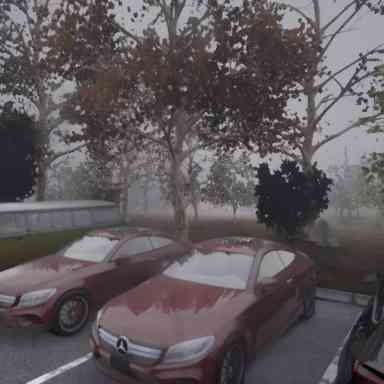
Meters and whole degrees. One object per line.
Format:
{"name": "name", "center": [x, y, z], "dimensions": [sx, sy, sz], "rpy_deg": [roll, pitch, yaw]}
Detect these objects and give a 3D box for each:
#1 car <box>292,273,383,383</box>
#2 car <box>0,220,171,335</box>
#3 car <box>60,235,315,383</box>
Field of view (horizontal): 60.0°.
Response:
{"name": "car", "center": [2.993, 1.510, 3.659], "dimensions": [2.163, 1.488, 4.792], "rpy_deg": [0, 0, 36]}
{"name": "car", "center": [-1.659, 1.509, 6.948], "dimensions": [2.002, 1.452, 4.674], "rpy_deg": [0, 0, 36]}
{"name": "car", "center": [0.608, 1.519, 5.330], "dimensions": [2.002, 1.452, 4.674], "rpy_deg": [0, 0, 36]}
